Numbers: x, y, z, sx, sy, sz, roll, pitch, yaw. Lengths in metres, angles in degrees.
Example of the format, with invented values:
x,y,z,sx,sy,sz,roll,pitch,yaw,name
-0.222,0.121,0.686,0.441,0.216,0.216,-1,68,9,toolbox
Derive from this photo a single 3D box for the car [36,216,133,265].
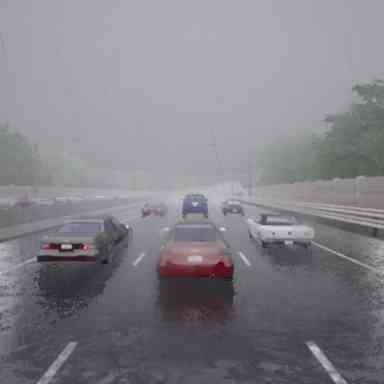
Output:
x,y,z,sx,sy,sz,roll,pitch,yaw,name
-3.401,1.529,11.564,2.033,1.411,5.357,0,0,0,car

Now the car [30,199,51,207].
x,y,z,sx,sy,sz,roll,pitch,yaw,name
-17.158,1.480,40.056,1.994,1.385,4.181,0,0,2,car

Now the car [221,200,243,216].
x,y,z,sx,sy,sz,roll,pitch,yaw,name
3.842,1.469,31.949,1.812,1.442,4.674,0,0,1,car

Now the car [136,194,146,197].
x,y,z,sx,sy,sz,roll,pitch,yaw,name
-11.951,1.321,78.386,2.097,1.767,4.553,0,0,3,car

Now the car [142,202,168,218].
x,y,z,sx,sy,sz,roll,pitch,yaw,name
-3.206,1.544,29.712,1.895,1.301,4.718,0,0,1,car

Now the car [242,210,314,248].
x,y,z,sx,sy,sz,roll,pitch,yaw,name
3.617,1.577,14.557,1.895,1.301,4.718,0,0,0,car

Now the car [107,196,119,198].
x,y,z,sx,sy,sz,roll,pitch,yaw,name
-18.894,1.290,79.559,2.128,1.511,4.902,0,0,3,car

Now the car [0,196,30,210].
x,y,z,sx,sy,sz,roll,pitch,yaw,name
-20.689,1.267,38.938,2.097,1.767,4.553,0,0,2,car

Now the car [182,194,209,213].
x,y,z,sx,sy,sz,roll,pitch,yaw,name
0.301,1.166,30.041,2.150,2.045,5.566,0,0,1,car

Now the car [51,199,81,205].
x,y,z,sx,sy,sz,roll,pitch,yaw,name
-13.731,1.523,37.650,1.895,1.301,4.718,0,0,1,car

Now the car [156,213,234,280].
x,y,z,sx,sy,sz,roll,pitch,yaw,name
0.088,1.549,9.891,1.994,1.385,4.181,0,0,0,car
